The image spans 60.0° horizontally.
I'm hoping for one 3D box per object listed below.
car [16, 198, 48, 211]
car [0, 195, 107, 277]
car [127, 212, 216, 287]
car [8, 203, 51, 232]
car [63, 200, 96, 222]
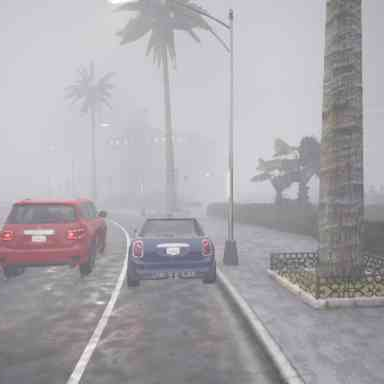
[{"bbox_3d":[-19.566,1.510,40.569,4.674,1.442,1.812,0,0,42],"label":"car"},{"bbox_3d":[-4.023,1.215,10.496,2.150,2.045,5.566,0,0,-9],"label":"car"},{"bbox_3d":[-0.703,1.352,9.627,2.097,1.767,4.553,0,0,-7],"label":"car"},{"bbox_3d":[-10.423,1.540,21.699,2.033,1.411,5.357,0,0,-21],"label":"car"},{"bbox_3d":[-9.461,1.471,27.755,1.882,1.535,5.008,0,0,-27],"label":"car"}]
